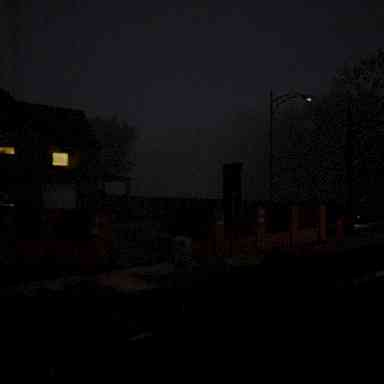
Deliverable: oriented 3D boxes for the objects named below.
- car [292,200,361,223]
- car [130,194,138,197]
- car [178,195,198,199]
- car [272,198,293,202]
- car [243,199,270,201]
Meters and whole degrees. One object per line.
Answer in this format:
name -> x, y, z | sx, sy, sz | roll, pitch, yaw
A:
car -> 10.324, 1.468, 25.232 | 1.812, 1.442, 4.674 | 0, 0, -36
car -> -12.838, 1.233, 68.947 | 2.128, 1.511, 4.902 | 0, 0, -36
car -> -0.210, 1.223, 39.887 | 2.097, 1.767, 4.553 | 0, 0, -36
car -> 9.790, 1.402, 37.457 | 2.128, 1.511, 4.902 | 0, 0, -36
car -> 5.009, 1.433, 32.629 | 1.812, 1.442, 4.674 | 0, 0, -36
